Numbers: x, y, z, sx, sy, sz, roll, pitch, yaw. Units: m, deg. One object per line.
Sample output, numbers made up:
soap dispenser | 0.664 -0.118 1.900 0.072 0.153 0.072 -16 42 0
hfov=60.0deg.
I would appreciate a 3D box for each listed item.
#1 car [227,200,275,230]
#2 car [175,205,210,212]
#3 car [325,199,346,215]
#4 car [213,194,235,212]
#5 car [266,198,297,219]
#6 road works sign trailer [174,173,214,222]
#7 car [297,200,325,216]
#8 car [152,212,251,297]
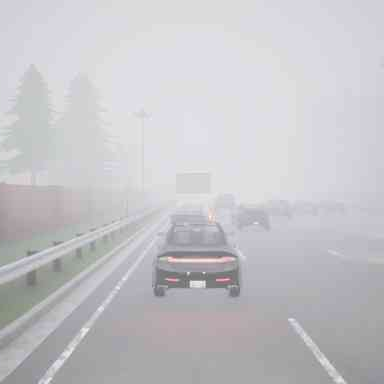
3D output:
car | 3.613 1.504 21.162 1.837 1.490 4.892 0 0 0
car | -0.023 1.474 19.021 1.882 1.535 5.008 0 0 6
car | 14.120 1.503 34.390 1.837 1.490 4.892 0 -1 0
car | 3.623 1.220 37.403 2.150 2.045 5.566 0 0 0
car | 7.121 1.351 28.781 2.097 1.767 4.553 0 0 0
road works sign trailer | 0.075 0.464 22.939 2.380 3.560 2.880 0 0 0
car | 10.620 1.490 32.320 2.128 1.511 4.902 0 0 0
car | 0.105 1.492 8.572 2.128 1.511 4.902 0 0 0
